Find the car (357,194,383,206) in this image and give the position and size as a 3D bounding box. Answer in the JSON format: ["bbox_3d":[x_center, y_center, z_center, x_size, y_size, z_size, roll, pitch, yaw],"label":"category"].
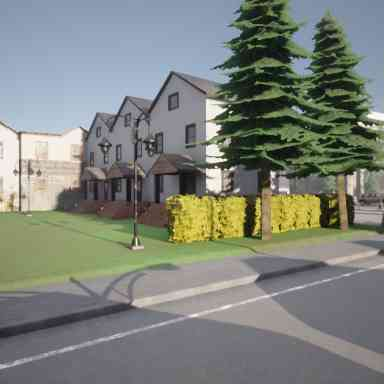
[{"bbox_3d":[26.957,1.097,49.072,1.932,1.855,4.605,0,0,-36],"label":"car"}]

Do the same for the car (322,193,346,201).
[{"bbox_3d":[31.817,1.097,74.527,1.932,1.855,4.605,0,0,-36],"label":"car"}]
